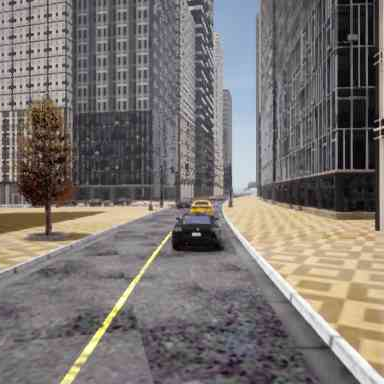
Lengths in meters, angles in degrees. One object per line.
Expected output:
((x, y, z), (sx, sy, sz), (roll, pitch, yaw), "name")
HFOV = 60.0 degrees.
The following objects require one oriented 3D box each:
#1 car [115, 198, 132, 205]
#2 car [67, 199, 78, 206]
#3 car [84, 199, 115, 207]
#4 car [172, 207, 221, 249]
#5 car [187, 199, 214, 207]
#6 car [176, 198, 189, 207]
((-13.487, 1.812, 62.573), (4.403, 1.369, 2.008), (-1, 1, 13), "car")
((-24.428, 2.026, 65.189), (4.313, 1.339, 1.947), (-1, 1, 13), "car")
((-15.436, 1.781, 54.423), (4.403, 1.369, 2.008), (-1, 0, 13), "car")
((0.224, 1.568, 14.600), (1.994, 1.385, 4.181), (0, 0, 2), "car")
((0.897, 1.473, 29.538), (1.882, 1.535, 5.008), (0, 0, 3), "car")
((-0.911, 1.571, 45.377), (1.994, 1.385, 4.181), (0, 0, 5), "car")
